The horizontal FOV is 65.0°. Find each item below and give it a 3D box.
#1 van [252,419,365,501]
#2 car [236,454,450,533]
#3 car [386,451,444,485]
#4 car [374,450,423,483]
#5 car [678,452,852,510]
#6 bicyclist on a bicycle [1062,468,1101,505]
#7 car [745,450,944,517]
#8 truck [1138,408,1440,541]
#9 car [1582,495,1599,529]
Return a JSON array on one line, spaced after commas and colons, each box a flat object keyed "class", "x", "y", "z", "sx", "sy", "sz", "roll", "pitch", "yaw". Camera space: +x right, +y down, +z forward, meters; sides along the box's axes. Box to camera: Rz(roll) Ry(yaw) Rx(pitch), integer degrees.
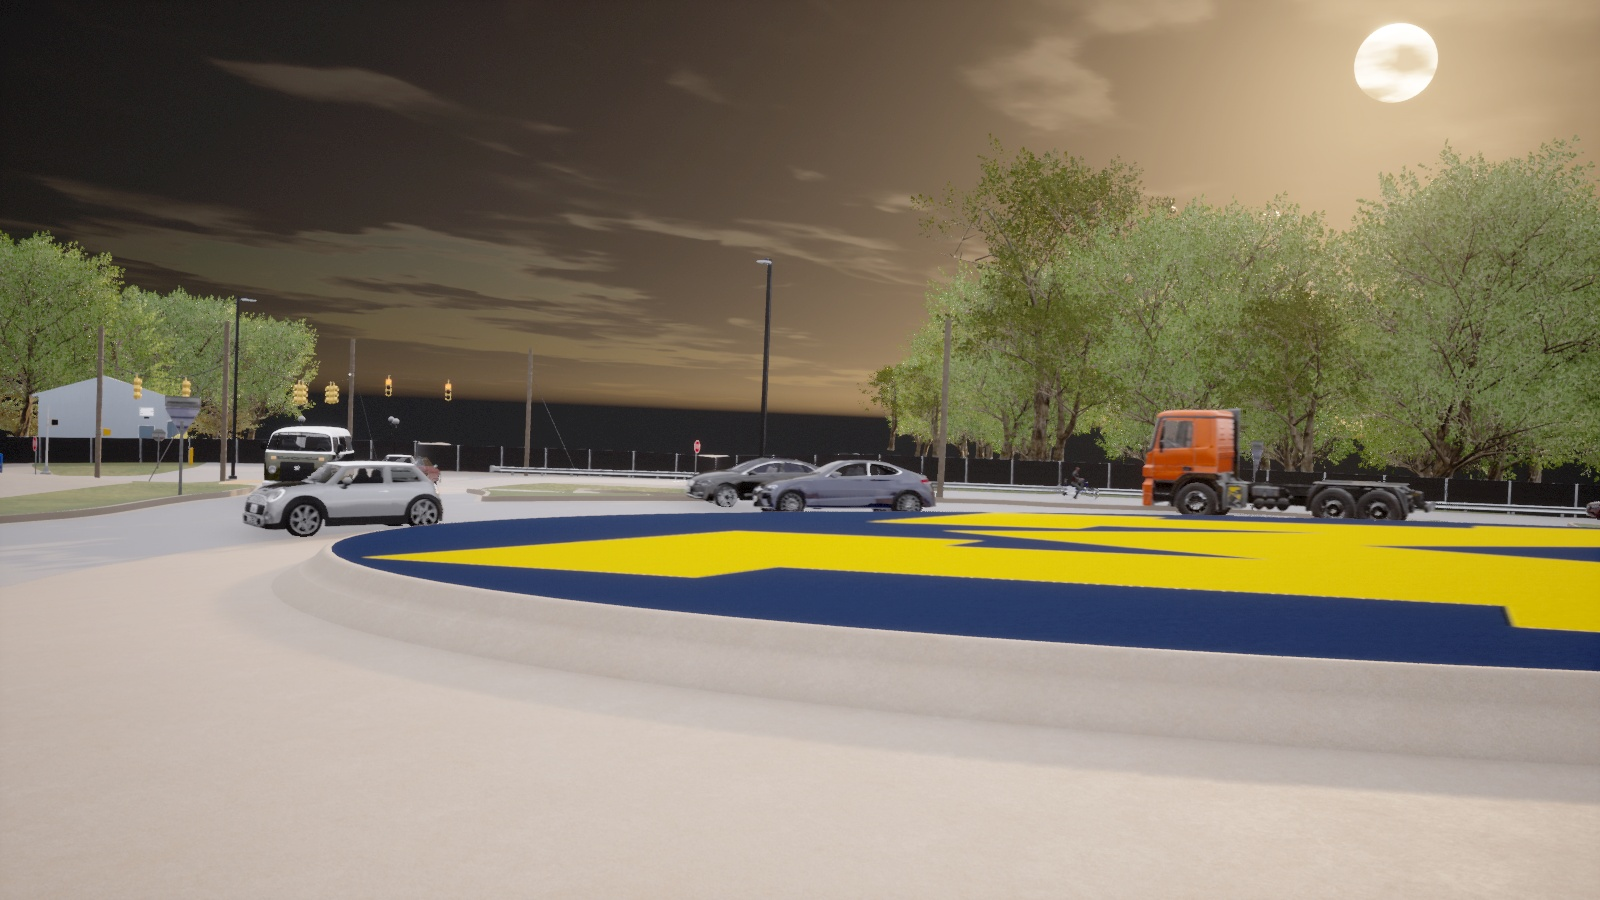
[{"class": "van", "x": -13.513, "y": 0.253, "z": 34.792, "sx": 2.069, "sy": 2.038, "sz": 4.480, "roll": 3, "pitch": 0, "yaw": -11}, {"class": "car", "x": -9.655, "y": 0.867, "z": 26.649, "sx": 3.806, "sy": 1.475, "sz": 1.970, "roll": 0, "pitch": 2, "yaw": -40}, {"class": "car", "x": -21.363, "y": 1.012, "z": 69.834, "sx": 2.097, "sy": 1.767, "sz": 4.553, "roll": 3, "pitch": -1, "yaw": -5}, {"class": "car", "x": -19.594, "y": 0.793, "z": 61.197, "sx": 1.970, "sy": 1.475, "sz": 3.806, "roll": 2, "pitch": -1, "yaw": -22}, {"class": "car", "x": -1.096, "y": 0.948, "z": 38.723, "sx": 4.902, "sy": 1.511, "sz": 2.128, "roll": 2, "pitch": 2, "yaw": -19}, {"class": "bicyclist on a bicycle", "x": 14.523, "y": 1.879, "z": 64.802, "sx": 1.843, "sy": 1.776, "sz": 0.659, "roll": 2, "pitch": 1, "yaw": 27}, {"class": "car", "x": 1.191, "y": 0.943, "z": 34.607, "sx": 5.027, "sy": 1.651, "sz": 2.152, "roll": 2, "pitch": -2, "yaw": -15}, {"class": "truck", "x": 14.576, "y": 0.591, "z": 37.653, "sx": 7.936, "sy": 3.462, "sz": 2.891, "roll": 3, "pitch": 2, "yaw": 31}, {"class": "car", "x": 38.217, "y": 2.909, "z": 56.768, "sx": 4.674, "sy": 1.442, "sz": 1.812, "roll": 2, "pitch": 1, "yaw": 27}]
